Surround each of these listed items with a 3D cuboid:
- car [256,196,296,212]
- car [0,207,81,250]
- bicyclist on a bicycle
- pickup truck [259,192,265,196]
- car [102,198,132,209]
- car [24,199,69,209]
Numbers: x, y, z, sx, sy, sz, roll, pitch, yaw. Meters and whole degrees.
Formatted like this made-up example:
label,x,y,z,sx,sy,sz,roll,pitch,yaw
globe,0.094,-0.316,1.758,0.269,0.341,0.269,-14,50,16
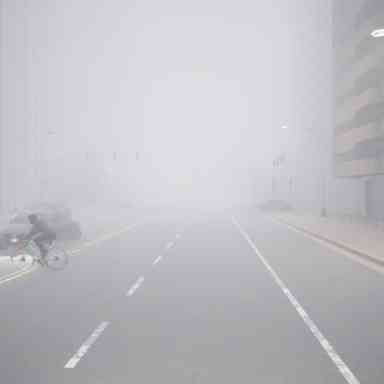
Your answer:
label,x,y,z,sx,sy,sz,roll,pitch,yaw
car,9.681,1.526,38.317,4.674,1.442,1.812,0,0,-14
car,-6.297,1.564,14.023,1.994,1.385,4.181,0,0,4
bicyclist on a bicycle,-4.347,1.455,9.452,1.656,1.620,0.582,-2,0,4
pickup truck,18.811,1.059,89.148,2.390,2.098,6.274,0,0,34
car,-10.308,1.564,45.951,4.181,1.385,1.994,0,0,28
car,-9.323,1.351,21.050,2.097,1.767,4.553,0,0,4
